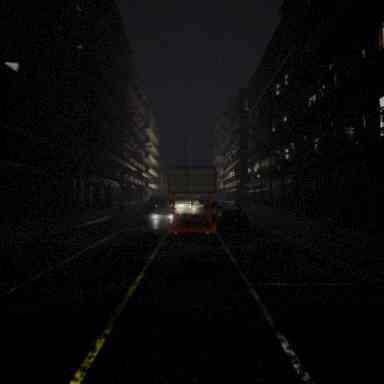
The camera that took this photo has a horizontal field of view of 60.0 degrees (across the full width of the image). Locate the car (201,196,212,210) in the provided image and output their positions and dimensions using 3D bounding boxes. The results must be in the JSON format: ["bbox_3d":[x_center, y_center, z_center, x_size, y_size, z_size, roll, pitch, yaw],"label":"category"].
[{"bbox_3d":[2.572,1.595,43.931,1.887,1.381,4.507,1,0,0],"label":"car"}]

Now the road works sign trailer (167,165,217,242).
[{"bbox_3d":[-0.008,0.470,16.475,2.380,3.560,2.880,0,0,0],"label":"road works sign trailer"}]

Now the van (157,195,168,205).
[{"bbox_3d":[-5.307,1.433,60.582,1.690,1.788,3.998,2,0,0],"label":"van"}]

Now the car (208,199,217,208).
[{"bbox_3d":[2.577,1.544,27.510,1.752,1.417,4.829,1,0,0],"label":"car"}]

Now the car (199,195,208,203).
[{"bbox_3d":[2.573,1.591,77.116,1.967,1.590,4.097,1,0,0],"label":"car"}]

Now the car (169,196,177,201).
[{"bbox_3d":[-5.323,1.788,93.767,1.947,1.339,4.313,1,0,0],"label":"car"}]

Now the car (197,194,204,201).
[{"bbox_3d":[2.566,1.655,66.054,1.887,1.381,4.507,1,0,0],"label":"car"}]

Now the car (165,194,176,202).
[{"bbox_3d":[-5.313,1.489,82.705,2.192,1.841,5.009,1,0,0],"label":"car"}]

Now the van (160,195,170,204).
[{"bbox_3d":[-5.309,1.451,66.114,1.690,1.788,3.998,1,0,0],"label":"van"}]

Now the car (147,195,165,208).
[{"bbox_3d":[-5.303,1.378,49.524,2.192,1.841,5.009,2,0,0],"label":"car"}]

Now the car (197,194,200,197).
[{"bbox_3d":[2.565,1.674,71.584,1.887,1.381,4.507,1,0,0],"label":"car"}]

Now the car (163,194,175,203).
[{"bbox_3d":[-5.312,1.466,77.175,2.192,1.841,5.009,1,0,0],"label":"car"}]

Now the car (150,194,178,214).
[{"bbox_3d":[-2.856,1.383,35.249,2.097,1.767,4.553,0,0,0],"label":"car"}]

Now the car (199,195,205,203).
[{"bbox_3d":[2.570,1.613,49.462,2.008,1.369,4.403,1,0,0],"label":"car"}]

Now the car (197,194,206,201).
[{"bbox_3d":[2.531,1.511,88.178,2.192,1.841,5.009,1,0,0],"label":"car"}]

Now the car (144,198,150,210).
[{"bbox_3d":[-5.307,1.575,43.822,1.752,1.417,4.829,2,0,0],"label":"car"}]

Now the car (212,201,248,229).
[{"bbox_3d":[2.578,1.556,21.808,1.887,1.381,4.507,1,0,0],"label":"car"}]

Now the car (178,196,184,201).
[{"bbox_3d":[-2.771,1.461,75.943,1.895,1.301,4.718,0,0,0],"label":"car"}]
